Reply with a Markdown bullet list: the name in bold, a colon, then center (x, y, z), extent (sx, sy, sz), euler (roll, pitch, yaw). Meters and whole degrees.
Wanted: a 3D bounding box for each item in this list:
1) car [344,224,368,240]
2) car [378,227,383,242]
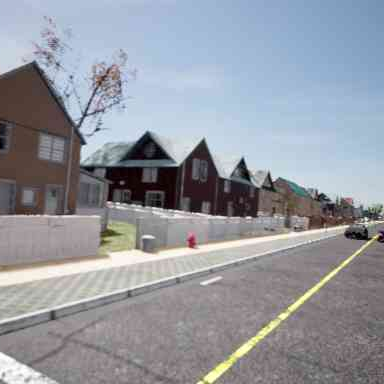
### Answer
- **car**: center (16.835, 3.984, 33.891), extent (2.033, 1.411, 5.357), euler (2, -3, 32)
- **car**: center (18.815, 4.032, 31.693), extent (2.033, 1.411, 5.357), euler (2, -3, 32)
